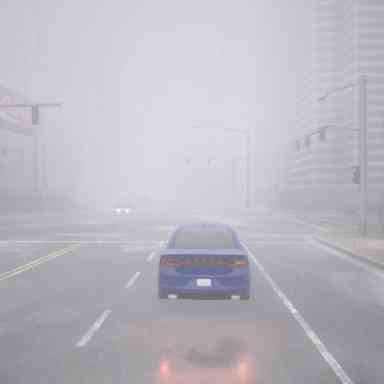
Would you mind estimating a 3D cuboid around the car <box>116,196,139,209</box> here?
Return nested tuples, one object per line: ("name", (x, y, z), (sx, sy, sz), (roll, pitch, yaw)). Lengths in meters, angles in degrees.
("car", (-9.133, 1.564, 46.216), (1.994, 1.385, 4.181), (0, 0, 2))

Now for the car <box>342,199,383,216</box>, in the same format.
("car", (17.234, 1.505, 32.366), (4.892, 1.490, 1.837), (0, 0, 2))

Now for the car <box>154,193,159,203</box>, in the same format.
("car", (-8.235, 1.540, 70.649), (2.033, 1.411, 5.357), (0, 0, 2))

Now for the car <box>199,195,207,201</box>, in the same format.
("car", (2.781, 1.524, 86.238), (1.812, 1.442, 4.674), (0, 0, 2))

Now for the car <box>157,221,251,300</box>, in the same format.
("car", (0.310, 1.478, 8.462), (1.882, 1.535, 5.008), (0, 0, 2))

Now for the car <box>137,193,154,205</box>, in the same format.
("car", (-8.703, 1.222, 58.738), (2.150, 2.045, 5.566), (0, 0, 2))
